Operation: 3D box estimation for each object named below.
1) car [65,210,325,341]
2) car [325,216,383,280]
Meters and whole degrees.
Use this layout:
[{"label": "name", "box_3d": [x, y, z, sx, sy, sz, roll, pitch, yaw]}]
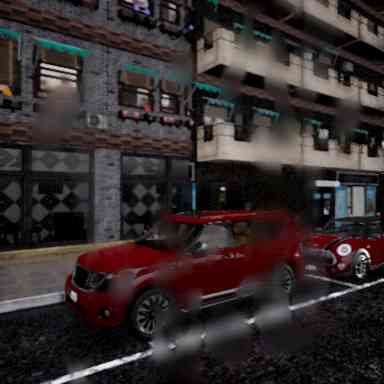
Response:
[{"label": "car", "box_3d": [0.185, 1.336, 6.711, 5.009, 1.841, 2.192, 0, -1, -36]}, {"label": "car", "box_3d": [4.816, 1.492, 10.029, 4.097, 1.590, 1.967, 0, -1, -36]}]
